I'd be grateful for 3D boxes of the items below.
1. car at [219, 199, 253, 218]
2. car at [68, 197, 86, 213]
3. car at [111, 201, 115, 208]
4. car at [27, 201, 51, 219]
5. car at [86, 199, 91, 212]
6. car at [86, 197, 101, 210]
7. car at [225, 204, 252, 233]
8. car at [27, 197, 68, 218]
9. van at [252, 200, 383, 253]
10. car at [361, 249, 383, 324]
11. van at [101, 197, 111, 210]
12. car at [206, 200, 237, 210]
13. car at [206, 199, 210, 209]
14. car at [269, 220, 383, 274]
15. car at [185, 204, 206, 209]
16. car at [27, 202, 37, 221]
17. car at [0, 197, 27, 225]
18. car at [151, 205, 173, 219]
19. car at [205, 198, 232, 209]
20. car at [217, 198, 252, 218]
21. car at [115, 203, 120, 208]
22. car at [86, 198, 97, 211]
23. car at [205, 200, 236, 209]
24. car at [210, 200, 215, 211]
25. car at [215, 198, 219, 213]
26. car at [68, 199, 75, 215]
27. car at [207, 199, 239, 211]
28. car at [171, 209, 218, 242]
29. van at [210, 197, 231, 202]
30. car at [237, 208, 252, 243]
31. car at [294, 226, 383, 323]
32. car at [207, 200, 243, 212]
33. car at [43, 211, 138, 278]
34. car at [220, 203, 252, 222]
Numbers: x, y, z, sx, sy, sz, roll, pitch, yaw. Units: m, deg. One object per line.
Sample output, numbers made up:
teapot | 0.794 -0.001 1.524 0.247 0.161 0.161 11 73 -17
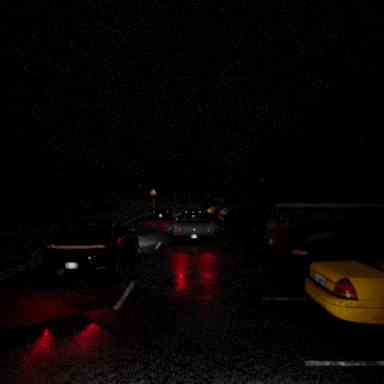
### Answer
car | 4.612 1.588 25.169 4.553 1.767 2.185 0 -1 0
car | -15.553 1.617 37.995 5.566 2.045 2.435 0 -1 0
car | -15.540 1.945 54.673 4.553 1.767 2.185 0 0 0
car | -15.529 1.801 29.589 4.674 1.452 2.002 0 -1 0
car | -15.528 1.906 40.769 4.892 1.521 2.231 0 -1 0
car | -15.547 1.852 46.329 4.553 1.767 2.185 0 -1 0
car | 4.636 1.656 19.654 4.892 1.521 2.231 0 -1 0
car | -15.501 1.544 32.310 5.566 2.045 2.435 0 -1 0
van | 4.523 1.348 11.263 4.442 1.987 1.878 0 -1 0
car | 4.633 1.506 3.114 4.892 1.521 2.231 0 0 0
van | -15.394 1.818 51.765 4.442 1.987 1.878 0 -1 0
car | 4.645 2.081 52.743 4.674 1.452 2.002 0 -1 0
car | 4.460 1.876 38.954 5.366 1.575 1.946 0 -1 0
car | 4.638 1.591 8.627 4.674 1.452 2.002 0 -1 0
car | 0.105 1.926 33.041 1.895 1.301 4.718 0 -1 0
car | -15.532 1.768 26.874 4.674 1.452 2.002 0 -1 0
car | -15.565 1.445 24.099 5.566 2.045 2.435 0 -1 0
car | -2.895 1.926 33.041 1.895 1.301 4.718 0 -1 0
car | 4.617 1.966 58.263 4.553 1.767 2.185 0 0 0
car | 4.675 1.620 27.927 4.553 1.767 2.185 0 -1 0
car | -15.474 2.140 60.106 4.792 1.488 2.163 0 0 0
car | -15.513 1.939 43.424 5.008 1.535 2.097 0 -1 0
car | 4.653 2.068 55.500 5.008 1.535 2.097 0 0 0
car | 4.650 1.810 33.439 5.008 1.535 2.097 0 -1 0
car | 4.675 1.651 30.684 4.553 1.767 2.185 0 -1 0
car | -15.712 1.829 35.212 5.366 1.575 1.946 0 -1 0
car | 4.616 1.887 49.988 4.553 1.767 2.185 0 -1 0
car | 0.102 1.753 17.326 1.895 1.301 4.718 0 -1 0
van | 4.528 1.618 36.199 4.442 1.987 1.878 0 -1 0
car | 4.635 1.602 14.142 4.892 1.521 2.231 0 -1 0
car | 4.825 1.524 5.869 5.366 1.575 1.946 0 0 0
car | 4.653 1.983 47.224 4.892 1.521 2.231 0 -1 0
car | -2.902 1.578 10.443 2.128 1.511 4.902 0 -1 0
car | 4.637 1.685 22.412 4.892 1.521 2.231 0 -1 0
